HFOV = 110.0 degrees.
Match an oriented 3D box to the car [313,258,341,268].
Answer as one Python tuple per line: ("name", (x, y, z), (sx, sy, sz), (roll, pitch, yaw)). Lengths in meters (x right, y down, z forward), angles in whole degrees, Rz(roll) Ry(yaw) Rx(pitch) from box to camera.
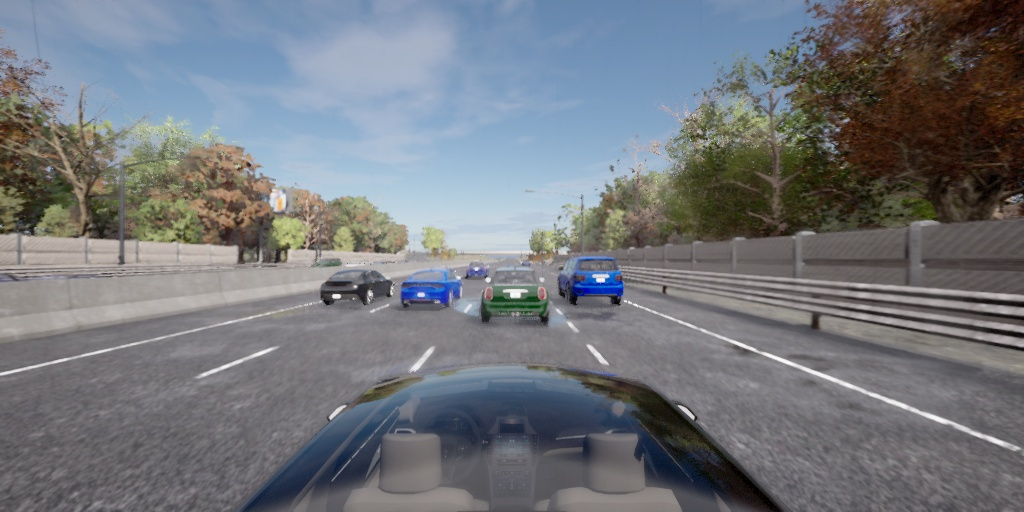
("car", (-28.023, 1.320, 54.725), (2.150, 2.045, 5.566), (0, 0, 1))

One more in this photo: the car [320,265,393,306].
("car", (-6.894, 1.349, 16.506), (1.837, 1.490, 4.892), (0, 0, 0))

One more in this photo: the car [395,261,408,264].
("car", (-17.526, 1.590, 56.847), (1.882, 1.535, 5.008), (0, 0, 1))

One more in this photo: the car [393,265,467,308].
("car", (-3.393, 1.317, 15.865), (1.882, 1.535, 5.008), (0, 0, 0))

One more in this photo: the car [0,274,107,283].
("car", (-17.595, 1.393, 13.977), (1.994, 1.385, 4.181), (0, 0, 0))

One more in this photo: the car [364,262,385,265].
("car", (-21.025, 1.634, 56.252), (1.812, 1.442, 4.674), (0, 0, 1))

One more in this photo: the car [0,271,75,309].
("car", (-21.097, 1.375, 13.797), (2.033, 1.411, 5.357), (0, 0, 0))

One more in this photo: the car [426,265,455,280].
("car", (-6.888, 1.566, 35.189), (1.895, 1.301, 4.718), (0, 0, 0))

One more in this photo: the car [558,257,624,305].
("car", (3.504, 1.062, 16.831), (2.150, 2.045, 5.566), (0, 0, 0))

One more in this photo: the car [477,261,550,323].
("car", (0.101, 1.170, 12.606), (2.097, 1.767, 4.553), (0, 0, 0))

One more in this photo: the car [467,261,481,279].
("car", (-3.391, 1.324, 36.252), (2.097, 1.767, 4.553), (0, 0, 0))

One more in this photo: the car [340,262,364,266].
("car", (-24.523, 1.634, 56.196), (1.812, 1.442, 4.674), (0, 0, 1))
